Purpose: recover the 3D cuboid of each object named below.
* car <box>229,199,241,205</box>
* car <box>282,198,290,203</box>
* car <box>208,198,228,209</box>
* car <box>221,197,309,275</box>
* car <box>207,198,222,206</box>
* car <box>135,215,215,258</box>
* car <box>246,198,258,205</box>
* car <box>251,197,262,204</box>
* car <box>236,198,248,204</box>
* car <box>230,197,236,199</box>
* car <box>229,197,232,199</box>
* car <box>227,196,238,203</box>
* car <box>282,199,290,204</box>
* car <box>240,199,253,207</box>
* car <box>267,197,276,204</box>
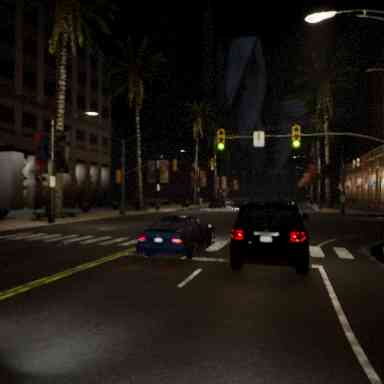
[{"bbox_3d":[9.471,2.171,72.446,1.895,1.301,4.718,0,0,16],"label":"car"},{"bbox_3d":[26.040,2.348,91.974,2.033,1.411,5.357,0,0,16],"label":"car"},{"bbox_3d":[4.127,1.769,54.523,2.097,1.767,4.553,0,0,17],"label":"car"},{"bbox_3d":[2.664,1.318,11.097,2.150,2.045,5.566,0,0,17],"label":"car"},{"bbox_3d":[4.640,2.025,67.320,2.161,1.482,4.786,0,0,16],"label":"car"},{"bbox_3d":[-0.427,1.642,13.305,2.033,1.411,5.357,0,0,16],"label":"car"},{"bbox_3d":[13.155,2.137,72.567,2.033,1.411,5.357,0,0,16],"label":"car"},{"bbox_3d":[16.028,2.033,82.282,2.097,1.767,4.553,0,0,17],"label":"car"},{"bbox_3d":[12.434,2.184,82.463,2.128,1.511,4.902,0,0,17],"label":"car"},{"bbox_3d":[7.876,2.004,54.851,1.994,1.385,4.181,0,0,17],"label":"car"},{"bbox_3d":[6.657,2.017,62.919,1.812,1.442,4.674,0,0,17],"label":"car"},{"bbox_3d":[10.888,2.052,88.343,2.185,1.767,4.553,0,0,16],"label":"car"},{"bbox_3d":[23.275,2.318,82.177,1.895,1.301,4.718,0,0,16],"label":"car"},{"bbox_3d":[10.355,2.039,63.079,1.812,1.442,4.674,0,0,17],"label":"car"},{"bbox_3d":[19.946,2.067,83.258,2.097,1.767,4.553,0,0,16],"label":"car"}]
